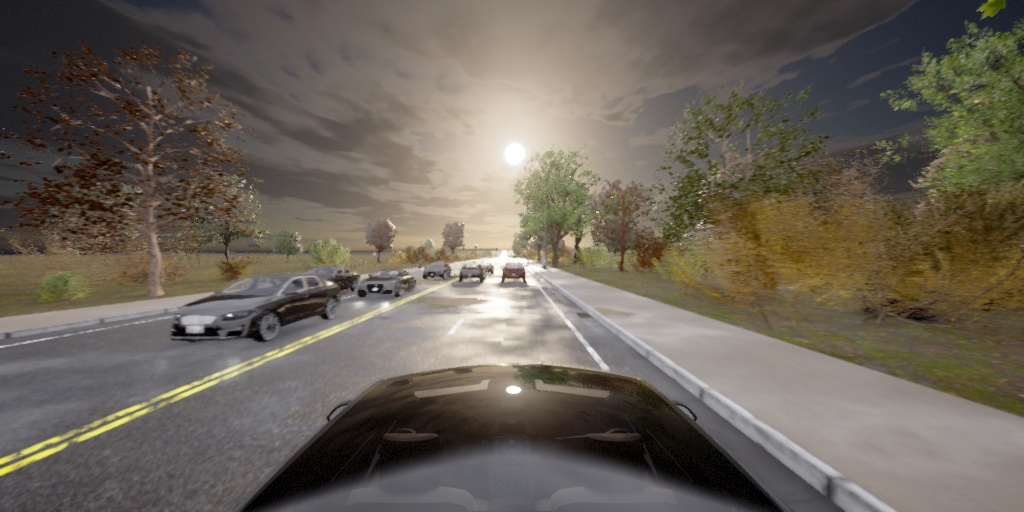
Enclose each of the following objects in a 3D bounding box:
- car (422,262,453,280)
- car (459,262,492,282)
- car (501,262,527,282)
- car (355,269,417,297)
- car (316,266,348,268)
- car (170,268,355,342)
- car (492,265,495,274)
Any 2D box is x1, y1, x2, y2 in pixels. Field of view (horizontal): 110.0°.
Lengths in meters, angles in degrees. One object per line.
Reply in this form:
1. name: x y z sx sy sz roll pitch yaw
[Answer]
1. car: -6.372 1.259 31.080 1.837 1.490 4.892 0 -1 1
2. car: -3.096 1.239 28.944 2.128 1.511 4.902 0 0 0
3. car: 0.152 1.218 28.840 1.882 1.535 5.008 0 0 0
4. car: -6.405 1.368 18.784 1.994 1.385 4.181 0 0 0
5. car: -9.655 1.295 18.800 2.128 1.511 4.902 0 0 0
6. car: -6.548 1.253 9.874 2.128 1.511 4.902 0 0 0
7. car: -3.013 1.337 41.360 1.895 1.301 4.718 0 0 1
